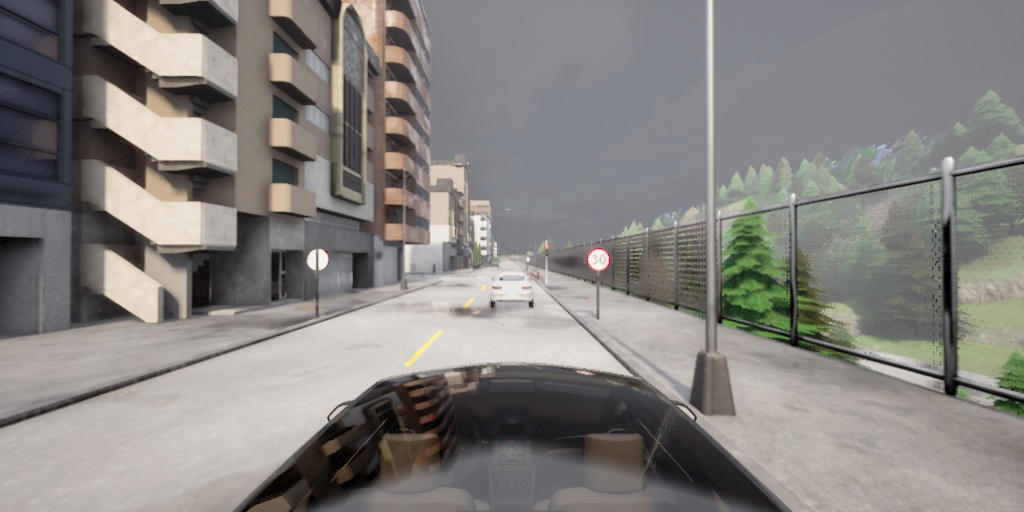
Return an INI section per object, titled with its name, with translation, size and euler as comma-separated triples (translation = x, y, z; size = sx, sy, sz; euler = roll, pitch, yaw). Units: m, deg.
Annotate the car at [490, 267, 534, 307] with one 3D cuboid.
[car]
translation = -0.001, 1.413, 16.253
size = 1.812, 1.442, 4.674
euler = 0, 0, 0
